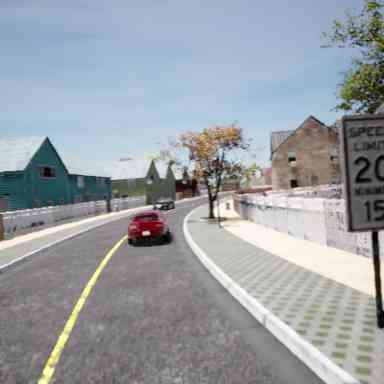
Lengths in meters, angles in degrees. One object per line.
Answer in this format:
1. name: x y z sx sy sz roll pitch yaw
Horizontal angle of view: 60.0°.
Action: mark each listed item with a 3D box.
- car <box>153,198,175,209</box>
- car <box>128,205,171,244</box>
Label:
1. car: -3.472 1.483 41.710 2.128 1.511 4.902 -4 1 11
2. car: -2.157 1.651 16.902 1.812 1.442 4.674 -4 0 -3
